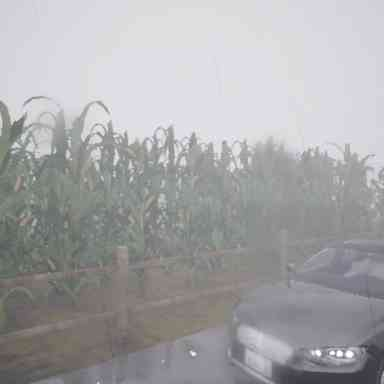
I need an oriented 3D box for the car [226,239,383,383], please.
[{"bbox_3d":[2.676,1.506,4.854,4.902,1.511,2.128,0,0,-35],"label":"car"}]
